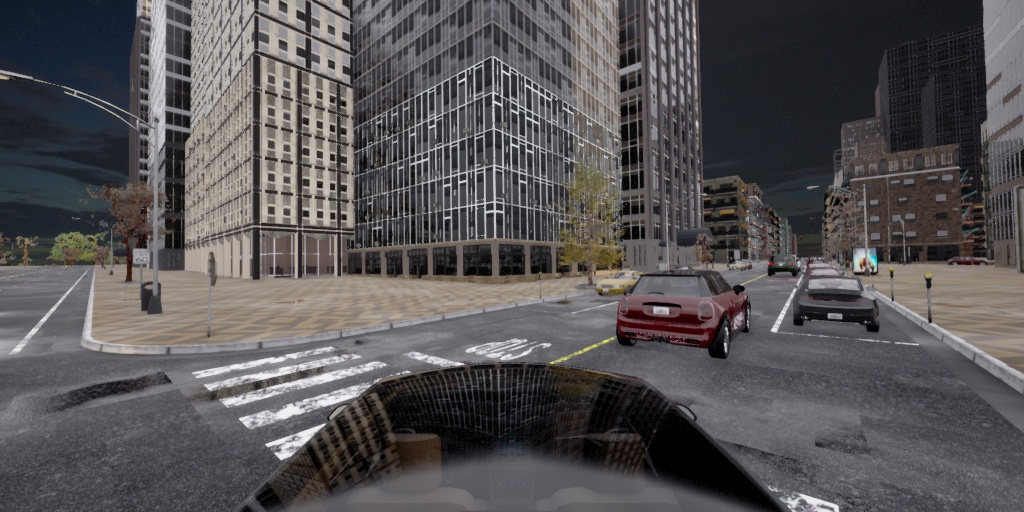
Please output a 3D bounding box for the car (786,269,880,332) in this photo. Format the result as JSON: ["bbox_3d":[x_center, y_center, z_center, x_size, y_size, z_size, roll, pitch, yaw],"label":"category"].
[{"bbox_3d":[9.223,1.217,10.342,2.007,1.370,4.403,0,0,40],"label":"car"}]

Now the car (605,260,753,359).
[{"bbox_3d":[4.313,1.097,8.709,2.097,1.767,4.553,-2,-1,40],"label":"car"}]

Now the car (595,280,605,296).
[{"bbox_3d":[6.269,1.396,19.856,1.751,1.417,4.829,0,0,40],"label":"car"}]

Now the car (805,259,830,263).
[{"bbox_3d":[23.515,1.167,27.380,1.888,1.381,4.507,0,0,40],"label":"car"}]

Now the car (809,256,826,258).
[{"bbox_3d":[34.233,0.903,40.157,2.192,1.841,5.009,0,0,40],"label":"car"}]

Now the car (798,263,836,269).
[{"bbox_3d":[16.369,1.226,18.861,1.802,1.307,4.207,0,0,40],"label":"car"}]

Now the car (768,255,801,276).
[{"bbox_3d":[26.384,0.896,34.913,2.150,2.045,5.566,-2,-1,40],"label":"car"}]
